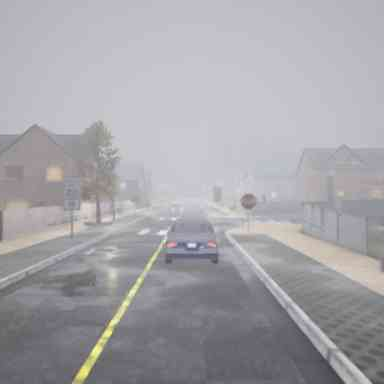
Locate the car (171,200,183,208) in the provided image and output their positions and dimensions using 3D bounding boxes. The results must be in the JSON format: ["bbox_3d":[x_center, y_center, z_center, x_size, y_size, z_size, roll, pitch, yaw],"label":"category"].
[{"bbox_3d":[-2.784,2.183,62.980,1.812,1.442,4.674,0,-1,1],"label":"car"}]

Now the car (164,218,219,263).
[{"bbox_3d":[0.009,1.681,12.555,2.033,1.411,5.357,0,-1,0],"label":"car"}]
